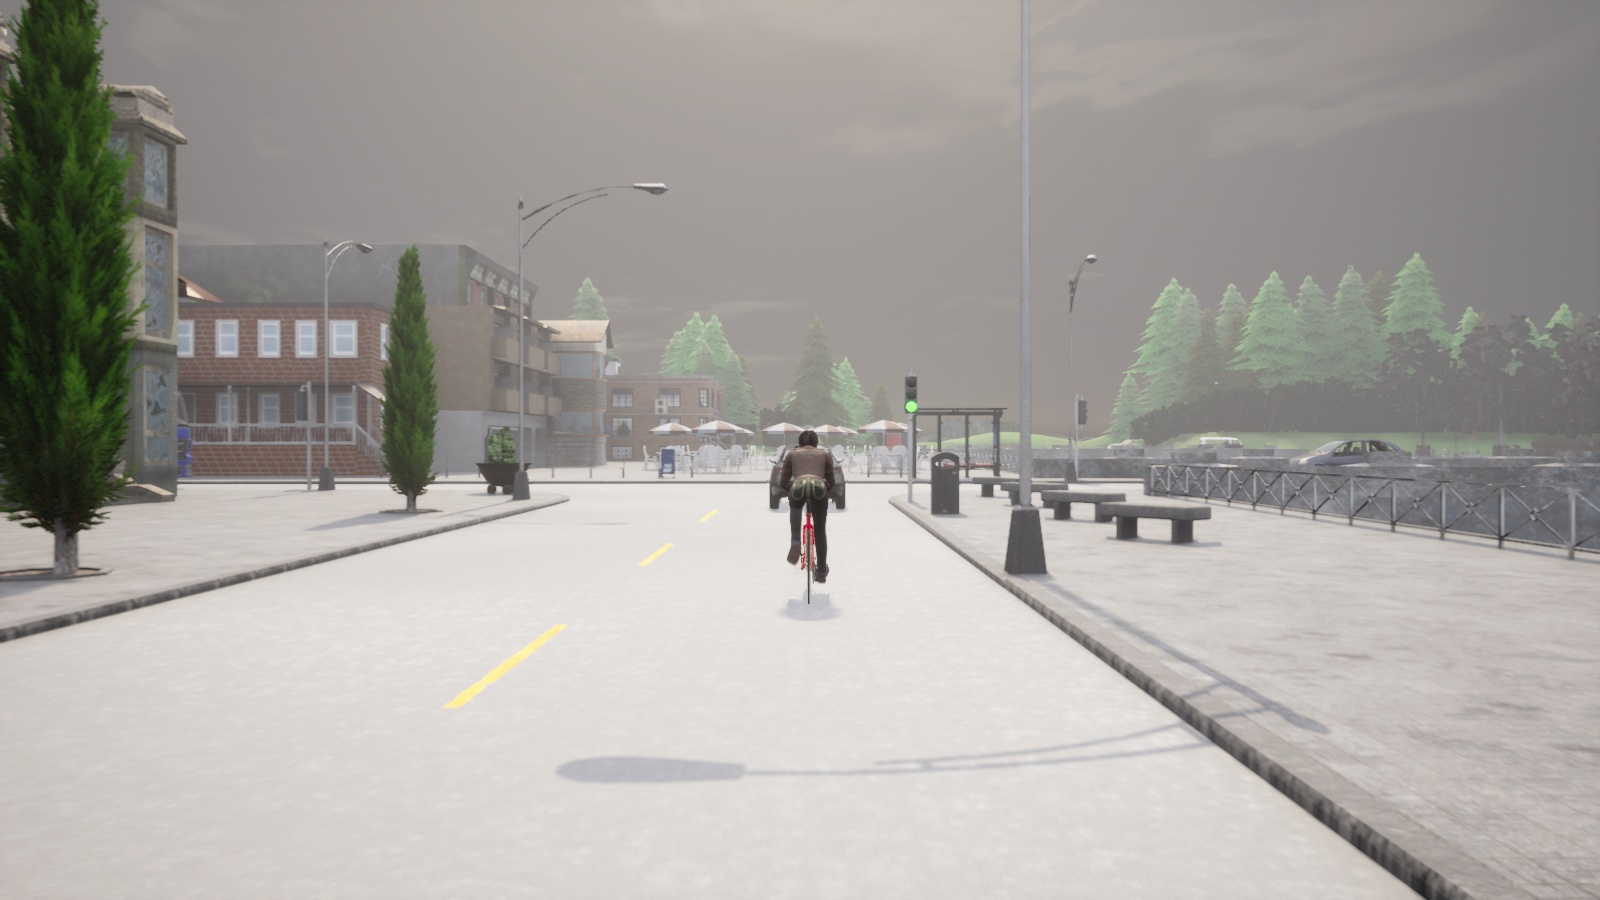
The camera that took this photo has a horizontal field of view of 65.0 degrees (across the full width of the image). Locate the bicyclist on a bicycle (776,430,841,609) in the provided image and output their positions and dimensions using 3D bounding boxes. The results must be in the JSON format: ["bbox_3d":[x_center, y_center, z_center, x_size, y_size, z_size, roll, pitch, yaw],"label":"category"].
[{"bbox_3d":[0.082,0.631,12.175,0.582,1.620,1.656,0,0,0],"label":"bicyclist on a bicycle"}]

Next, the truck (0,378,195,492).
[{"bbox_3d":[-23.740,-0.478,39.619,7.936,3.462,2.891,0,0,1],"label":"truck"}]

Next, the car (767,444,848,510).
[{"bbox_3d":[0.153,0.591,30.018,1.816,1.474,4.193,0,0,0],"label":"car"}]

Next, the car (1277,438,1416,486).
[{"bbox_3d":[18.824,0.414,43.387,3.988,1.617,1.851,0,0,0],"label":"car"}]
